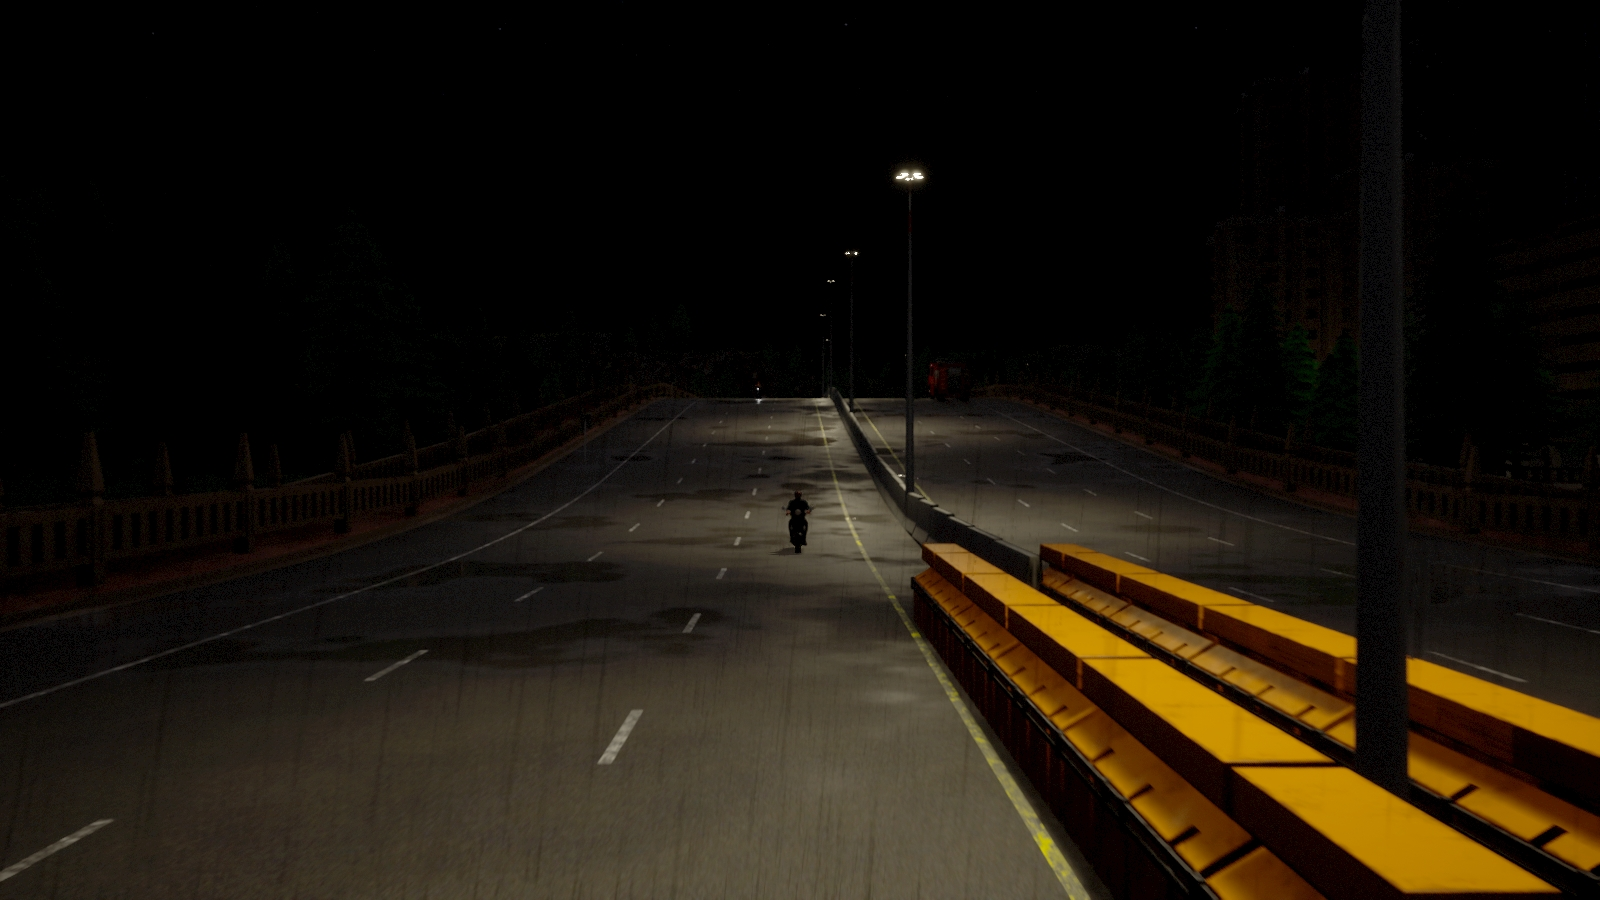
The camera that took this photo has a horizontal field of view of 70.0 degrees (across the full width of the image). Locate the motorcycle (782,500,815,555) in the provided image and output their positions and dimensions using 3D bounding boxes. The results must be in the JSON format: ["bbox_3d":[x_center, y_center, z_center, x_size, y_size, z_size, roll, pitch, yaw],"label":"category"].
[{"bbox_3d":[-0.051,2.057,30.812,0.856,1.316,1.805,0,1,0],"label":"motorcycle"}]
